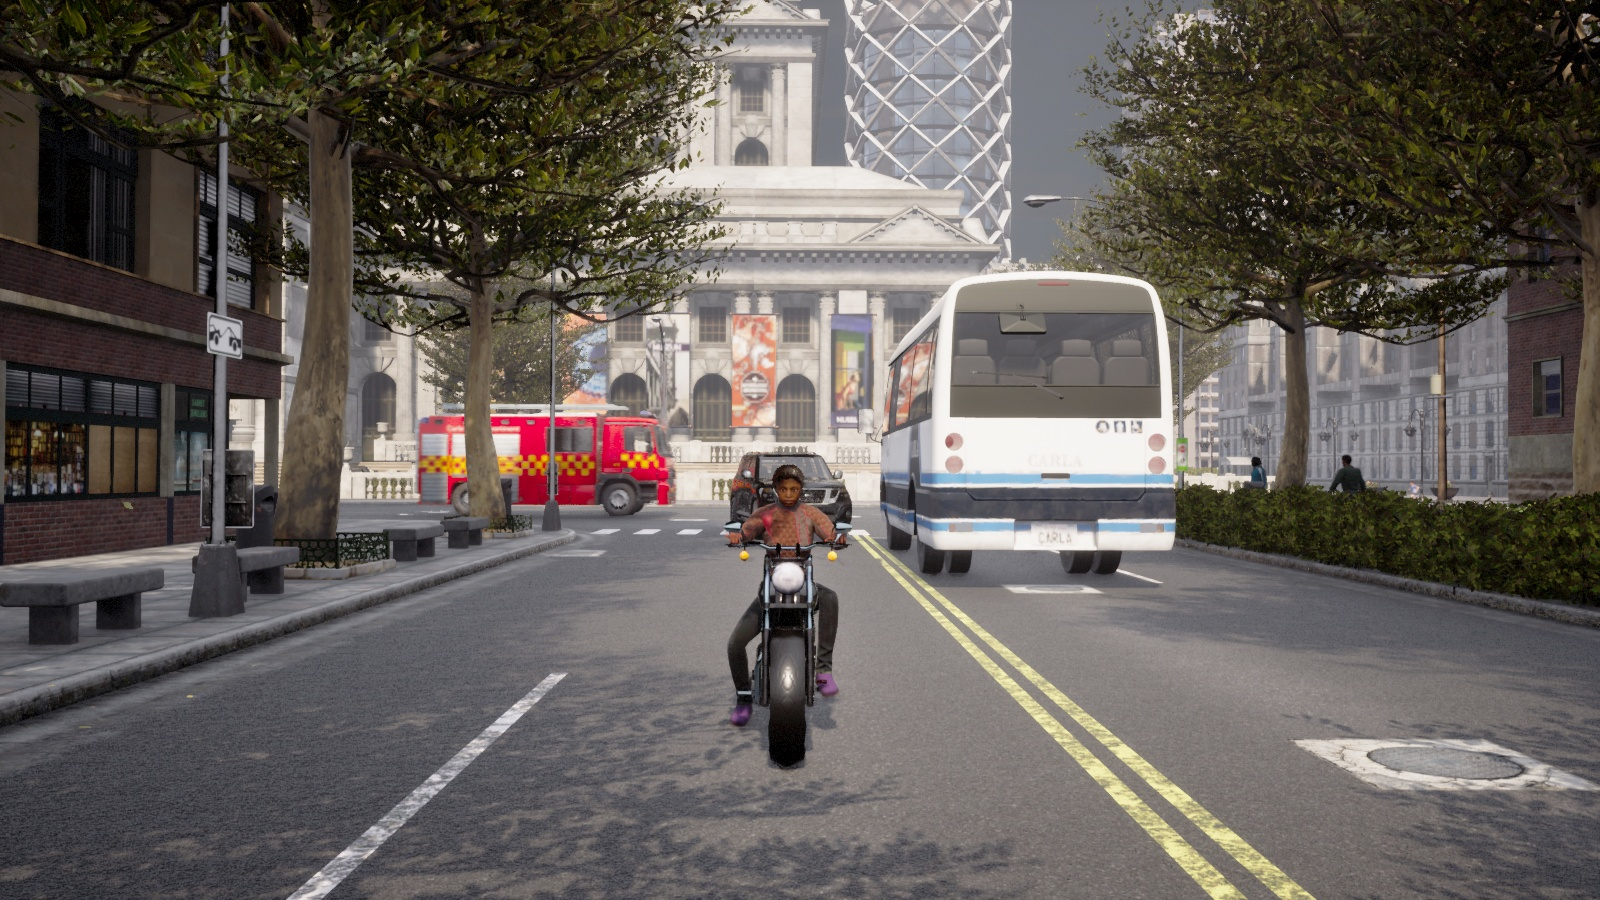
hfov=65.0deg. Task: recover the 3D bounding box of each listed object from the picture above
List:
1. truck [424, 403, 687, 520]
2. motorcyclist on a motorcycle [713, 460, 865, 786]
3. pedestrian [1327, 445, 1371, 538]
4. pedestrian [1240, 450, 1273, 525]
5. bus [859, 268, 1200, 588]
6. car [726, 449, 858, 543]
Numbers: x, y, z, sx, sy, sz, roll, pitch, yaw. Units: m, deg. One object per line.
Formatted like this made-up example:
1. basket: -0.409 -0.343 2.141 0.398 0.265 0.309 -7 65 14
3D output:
1. truck: -8.258 0.406 43.187 8.468 3.827 2.891 0 -1 0
2. motorcyclist on a motorcycle: -0.065 0.892 7.543 0.766 1.649 2.350 0 -1 -1
3. pedestrian: 11.605 0.870 26.553 0.423 1.949 0.788 0 -1 -19
4. pedestrian: 11.855 0.971 32.639 0.692 1.930 0.396 0 -1 -7
5. bus: 3.303 -0.209 21.872 3.944 4.253 10.273 0 -1 0
6. car: -0.332 1.043 30.316 2.150 2.045 5.566 0 -1 -12
